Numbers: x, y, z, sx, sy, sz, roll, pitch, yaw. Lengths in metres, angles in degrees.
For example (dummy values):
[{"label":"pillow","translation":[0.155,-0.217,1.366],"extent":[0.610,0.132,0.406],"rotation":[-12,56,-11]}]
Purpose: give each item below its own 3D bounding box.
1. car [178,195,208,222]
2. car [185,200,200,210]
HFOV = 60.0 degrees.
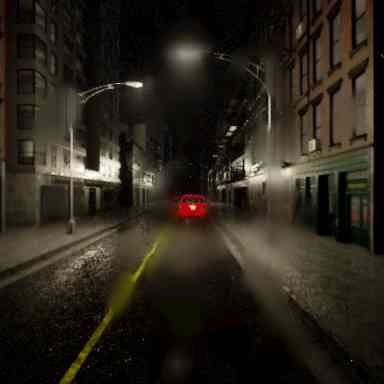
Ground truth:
[{"label":"car","translation":[0.074,1.280,26.647],"extent":[2.150,2.045,5.566],"rotation":[0,0,0]},{"label":"car","translation":[0.069,1.705,44.617],"extent":[1.895,1.301,4.718],"rotation":[0,0,0]}]
